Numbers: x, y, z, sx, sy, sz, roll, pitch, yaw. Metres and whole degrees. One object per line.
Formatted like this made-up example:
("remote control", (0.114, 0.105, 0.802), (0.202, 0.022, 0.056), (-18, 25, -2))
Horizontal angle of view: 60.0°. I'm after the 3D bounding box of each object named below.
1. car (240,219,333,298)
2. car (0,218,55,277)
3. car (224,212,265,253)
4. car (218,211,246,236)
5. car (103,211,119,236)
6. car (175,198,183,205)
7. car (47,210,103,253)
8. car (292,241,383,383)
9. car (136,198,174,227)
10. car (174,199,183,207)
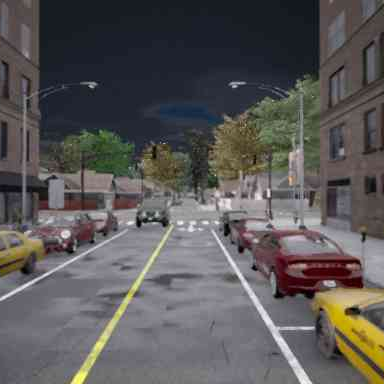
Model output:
("car", (2.615, 1.633, 8.588), (1.887, 1.381, 4.507), (0, -1, 0))
("car", (-5.410, 1.620, 8.391), (1.752, 1.417, 4.829), (0, -1, 0))
("car", (2.597, 1.729, 14.106), (1.802, 1.307, 4.206), (0, -1, 0))
("car", (2.580, 1.771, 19.624), (1.947, 1.339, 4.313), (0, -1, 0))
("car", (-5.445, 1.795, 19.597), (1.802, 1.307, 4.206), (0, -1, 0))
("car", (-3.358, 2.441, 85.515), (1.882, 1.535, 5.008), (0, -1, 0))
("car", (-5.428, 1.595, 14.080), (1.967, 1.590, 4.097), (0, -1, 0))
("car", (2.631, 1.558, 3.241), (1.752, 1.417, 4.829), (0, -1, 0))
("car", (-2.825, 1.486, 25.264), (2.150, 2.045, 5.566), (0, -1, 0))
("car", (-3.269, 2.320, 69.936), (2.033, 1.411, 5.357), (0, -1, 0))
